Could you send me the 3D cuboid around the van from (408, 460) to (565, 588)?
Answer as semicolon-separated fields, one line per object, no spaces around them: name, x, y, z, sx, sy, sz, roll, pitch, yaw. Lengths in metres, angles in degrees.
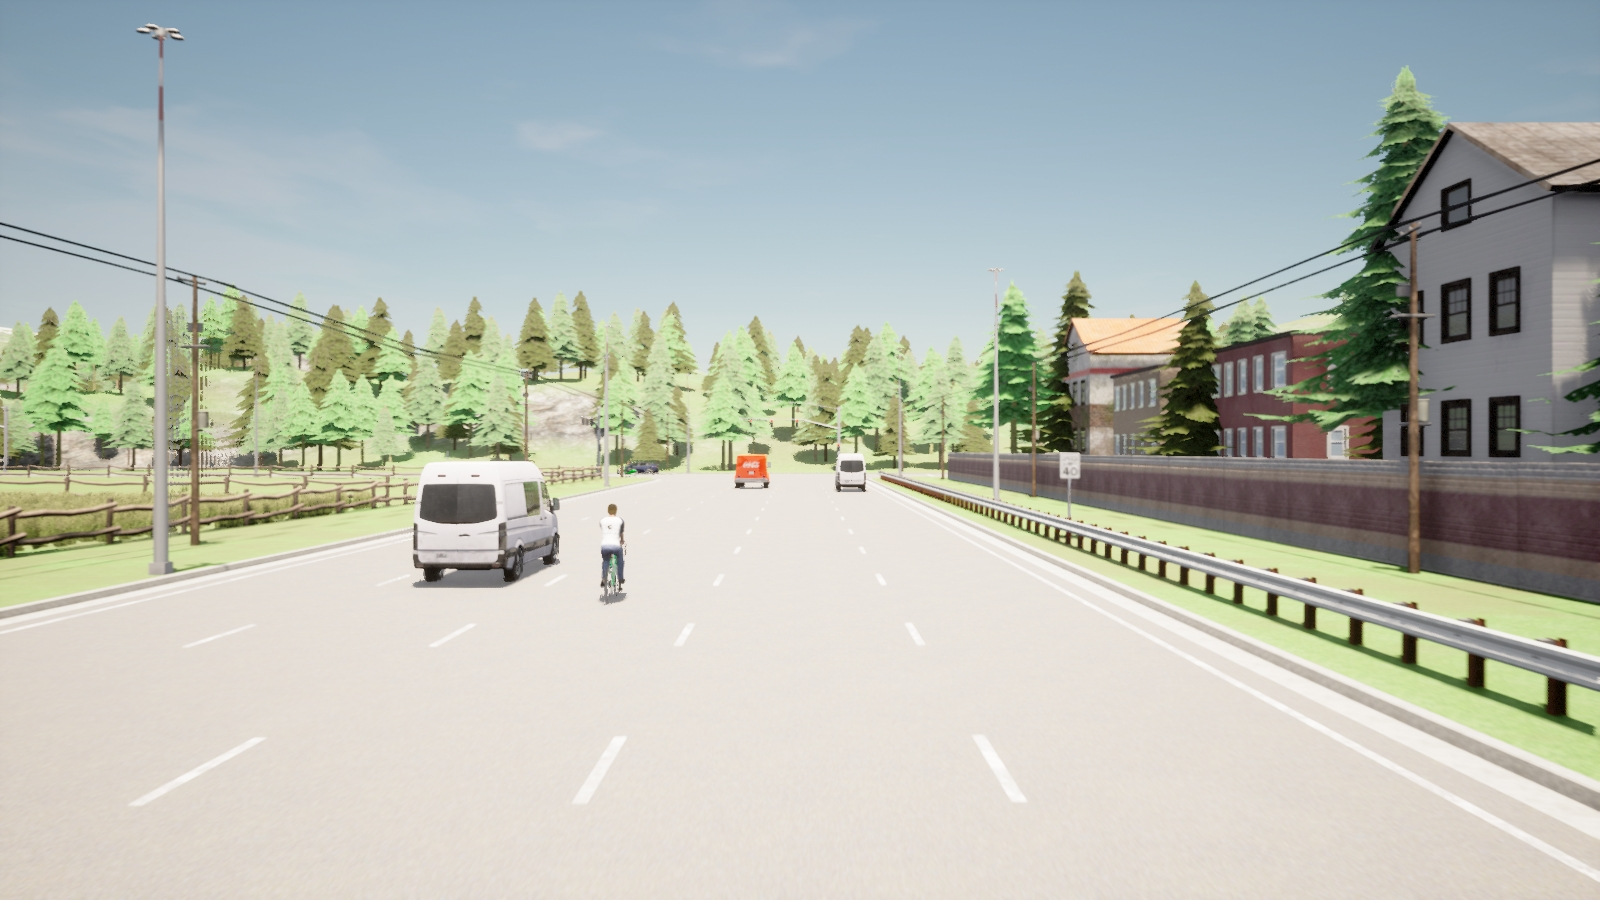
van;-6.997;1.534;26.248;1.988;2.561;5.915;0;0;0

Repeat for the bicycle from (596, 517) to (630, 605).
bicycle;-3.500;2.056;21.434;0.373;1.496;1.643;0;0;0
